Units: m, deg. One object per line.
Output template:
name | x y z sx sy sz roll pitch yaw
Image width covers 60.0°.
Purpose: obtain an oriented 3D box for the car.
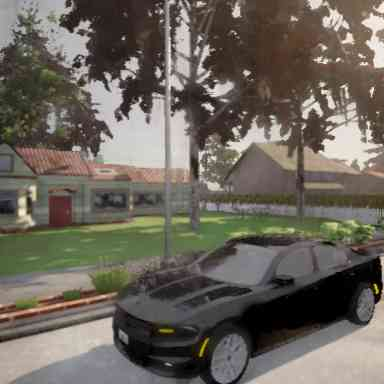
car | 1.200 1.467 5.478 5.008 1.535 1.882 0 0 -36
